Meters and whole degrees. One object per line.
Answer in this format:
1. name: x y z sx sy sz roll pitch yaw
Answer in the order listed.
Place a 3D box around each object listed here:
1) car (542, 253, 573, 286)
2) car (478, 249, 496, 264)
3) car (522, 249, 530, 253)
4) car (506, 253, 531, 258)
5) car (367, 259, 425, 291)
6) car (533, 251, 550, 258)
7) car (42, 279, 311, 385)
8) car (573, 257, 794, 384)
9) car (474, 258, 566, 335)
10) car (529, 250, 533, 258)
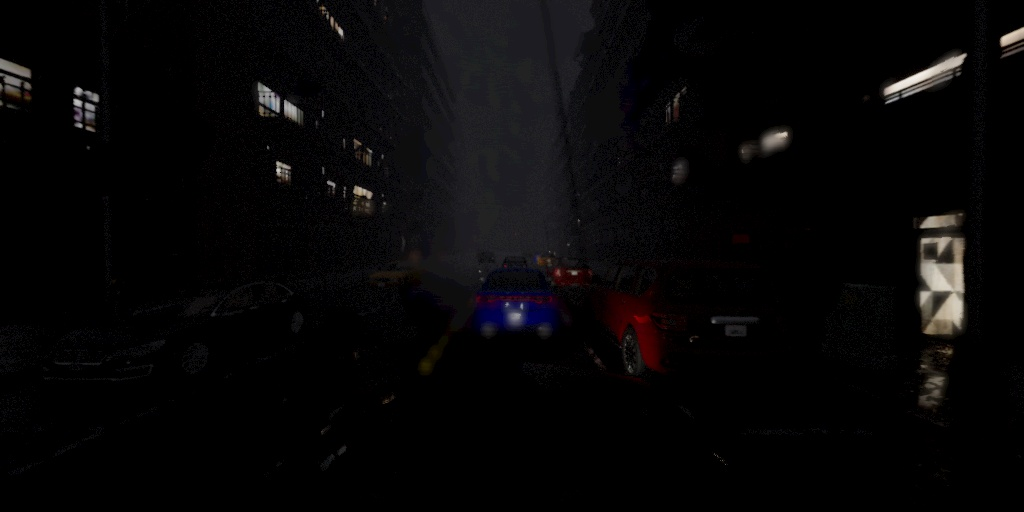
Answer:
1. car: 2.782 0.756 17.906 1.967 1.591 4.097 0 0 0
2. car: -2.861 0.142 42.247 1.882 1.535 5.008 0 2 0
3. car: 3.048 -0.346 62.603 1.751 1.417 4.829 0 0 0
4. car: 0.225 0.675 26.953 1.895 1.301 4.718 0 2 1
5. car: -5.599 0.838 17.818 1.751 1.417 4.829 0 0 0
6. car: 3.338 0.323 34.761 1.801 1.575 5.366 0 2 0
7. car: -5.662 1.161 6.855 2.007 1.370 4.403 0 0 0
8. car: 2.718 0.929 6.774 2.192 1.841 5.009 0 0 0
9. car: 0.113 1.011 9.760 1.882 1.535 5.008 0 2 1
10. car: 3.367 0.161 41.569 1.882 1.535 5.008 0 2 0
